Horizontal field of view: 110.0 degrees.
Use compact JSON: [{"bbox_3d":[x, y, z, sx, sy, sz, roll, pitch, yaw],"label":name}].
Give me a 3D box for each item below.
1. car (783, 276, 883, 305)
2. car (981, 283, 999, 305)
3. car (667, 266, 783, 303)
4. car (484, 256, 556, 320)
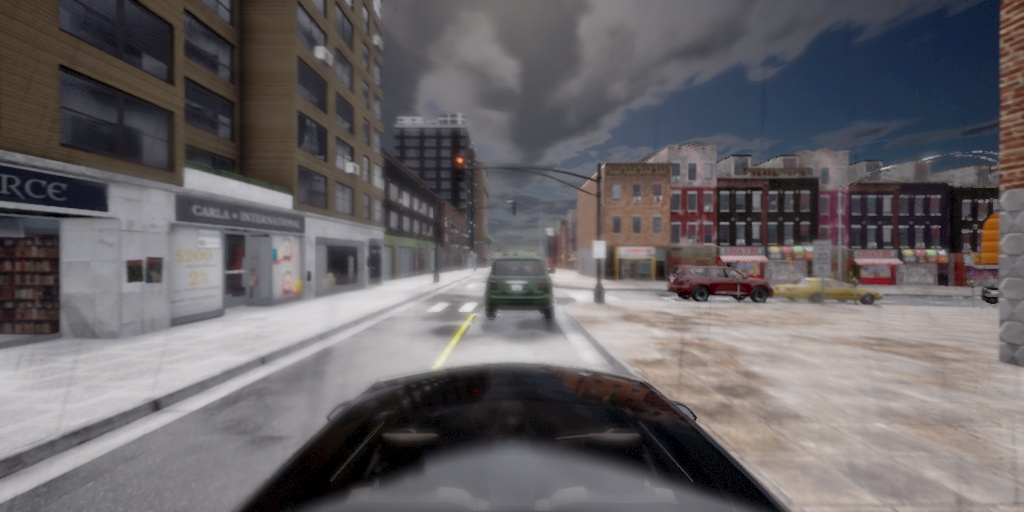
[{"bbox_3d":[16.512,1.754,18.823,4.829,1.417,1.751,0,0,0],"label":"car"},{"bbox_3d":[27.432,1.998,18.802,4.313,1.339,1.948,0,0,0],"label":"car"},{"bbox_3d":[10.797,1.442,18.835,5.009,1.841,2.192,0,0,0],"label":"car"},{"bbox_3d":[0.395,1.036,13.054,2.150,2.045,5.566,0,-1,5],"label":"car"}]
